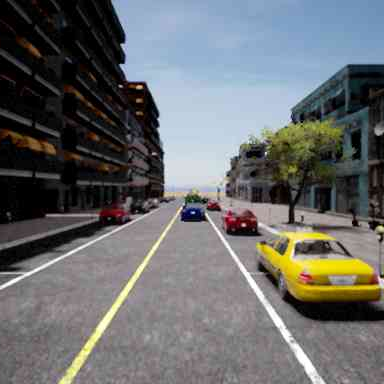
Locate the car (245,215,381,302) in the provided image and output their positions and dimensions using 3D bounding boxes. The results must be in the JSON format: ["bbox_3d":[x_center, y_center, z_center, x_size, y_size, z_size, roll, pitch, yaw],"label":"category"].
[{"bbox_3d":[2.678,1.537,8.231,1.752,1.417,4.829,-1,0,0],"label":"car"}]

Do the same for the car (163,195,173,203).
[{"bbox_3d":[-5.727,1.671,70.538,1.947,1.339,4.313,-1,0,0],"label":"car"}]

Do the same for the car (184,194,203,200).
[{"bbox_3d":[0.080,1.285,46.692,2.150,2.045,5.566,0,-1,0],"label":"car"}]

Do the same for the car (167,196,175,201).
[{"bbox_3d":[-5.735,1.707,93.249,1.947,1.339,4.313,-1,0,0],"label":"car"}]

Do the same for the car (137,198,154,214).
[{"bbox_3d":[-5.713,1.618,36.474,1.947,1.339,4.313,-1,0,0],"label":"car"}]

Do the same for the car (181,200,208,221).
[{"bbox_3d":[0.090,1.603,27.943,1.994,1.385,4.181,0,0,0],"label":"car"}]

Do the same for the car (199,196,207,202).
[{"bbox_3d":[2.650,1.668,81.867,1.887,1.381,4.507,-1,0,0],"label":"car"}]

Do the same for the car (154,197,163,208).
[{"bbox_3d":[-5.718,1.620,47.828,2.008,1.369,4.403,-1,0,0],"label":"car"}]

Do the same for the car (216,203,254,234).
[{"bbox_3d":[2.673,1.572,19.416,1.887,1.381,4.507,-1,0,0],"label":"car"}]

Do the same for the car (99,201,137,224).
[{"bbox_3d":[-5.709,1.580,25.119,1.887,1.381,4.507,-1,0,0],"label":"car"}]

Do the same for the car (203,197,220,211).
[{"bbox_3d":[2.665,1.643,42.126,1.802,1.307,4.206,-1,0,0],"label":"car"}]

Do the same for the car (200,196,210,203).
[{"bbox_3d":[2.654,1.656,70.513,2.008,1.369,4.403,-1,0,0],"label":"car"}]

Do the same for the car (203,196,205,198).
[{"bbox_3d":[2.657,1.662,64.835,1.947,1.339,4.313,-1,0,0],"label":"car"}]

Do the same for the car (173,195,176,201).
[{"bbox_3d":[-5.732,1.714,87.571,1.802,1.307,4.206,-1,0,0],"label":"car"}]
